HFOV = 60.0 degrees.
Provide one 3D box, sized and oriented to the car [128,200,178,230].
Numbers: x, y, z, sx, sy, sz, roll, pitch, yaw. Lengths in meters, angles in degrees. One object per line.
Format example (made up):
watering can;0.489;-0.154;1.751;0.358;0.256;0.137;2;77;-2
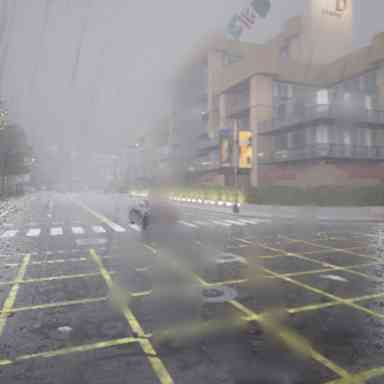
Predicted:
car;-2.316;1.188;18.716;2.128;1.511;4.902;-1;1;-23
